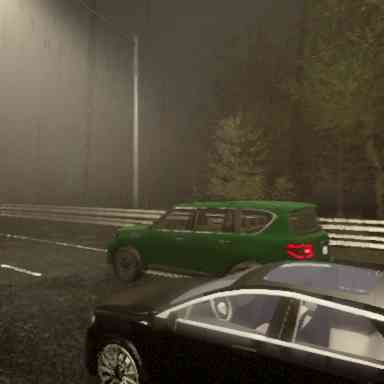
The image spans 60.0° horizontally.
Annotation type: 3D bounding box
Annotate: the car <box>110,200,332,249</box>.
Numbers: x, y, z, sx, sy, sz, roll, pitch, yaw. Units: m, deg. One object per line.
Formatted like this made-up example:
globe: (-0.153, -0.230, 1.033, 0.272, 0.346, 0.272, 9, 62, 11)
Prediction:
car: (0.410, 1.221, 8.013, 5.566, 2.045, 2.150, 0, 0, 36)

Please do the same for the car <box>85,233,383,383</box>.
car: (0.955, 1.492, 3.320, 4.902, 1.511, 2.128, 0, 0, 36)
